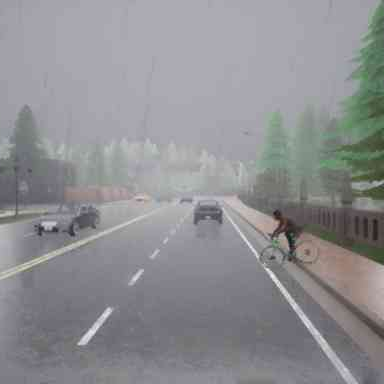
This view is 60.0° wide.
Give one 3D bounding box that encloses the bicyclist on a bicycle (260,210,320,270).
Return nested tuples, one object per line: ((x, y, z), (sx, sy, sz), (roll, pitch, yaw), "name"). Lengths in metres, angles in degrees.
((2.640, 1.291, 9.211), (1.656, 1.620, 0.582), (-9, 0, 3), "bicyclist on a bicycle")

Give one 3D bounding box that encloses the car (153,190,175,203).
((-4.525, 0.768, 54.687), (2.150, 2.045, 5.566), (0, 0, 3), "car")

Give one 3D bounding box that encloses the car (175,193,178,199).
((-3.716, 0.864, 70.241), (1.895, 1.301, 4.718), (0, 0, 3), "car")

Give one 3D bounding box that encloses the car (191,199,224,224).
((1.131, 1.314, 23.155), (1.837, 1.490, 4.892), (0, 0, 3), "car")

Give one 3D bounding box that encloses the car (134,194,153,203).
((-8.084, 1.019, 54.433), (1.882, 1.535, 5.008), (0, 0, 4), "car")

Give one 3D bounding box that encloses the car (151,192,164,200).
((-7.212, 0.806, 70.405), (2.033, 1.411, 5.357), (0, 0, 3), "car")

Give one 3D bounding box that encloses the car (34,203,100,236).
((-6.311, 1.341, 17.351), (2.128, 1.511, 4.902), (0, 0, 3), "car")

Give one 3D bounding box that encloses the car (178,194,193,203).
((-0.826, 1.143, 55.346), (1.895, 1.301, 4.718), (0, 0, 3), "car")
